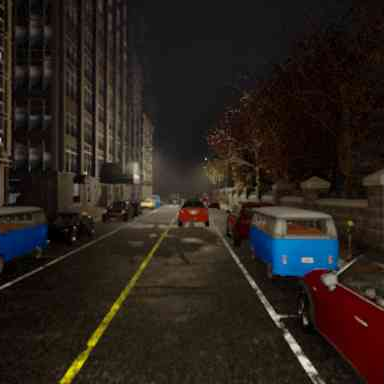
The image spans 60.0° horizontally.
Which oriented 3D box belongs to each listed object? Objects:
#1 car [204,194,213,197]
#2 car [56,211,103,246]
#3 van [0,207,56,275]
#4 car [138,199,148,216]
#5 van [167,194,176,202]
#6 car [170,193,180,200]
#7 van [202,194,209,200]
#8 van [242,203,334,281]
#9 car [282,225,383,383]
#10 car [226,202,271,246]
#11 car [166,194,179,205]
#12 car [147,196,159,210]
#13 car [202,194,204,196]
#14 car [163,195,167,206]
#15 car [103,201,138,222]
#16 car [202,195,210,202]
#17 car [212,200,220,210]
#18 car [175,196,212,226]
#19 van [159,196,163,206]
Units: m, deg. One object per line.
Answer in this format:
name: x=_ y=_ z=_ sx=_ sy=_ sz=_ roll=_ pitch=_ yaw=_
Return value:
car: x=2.957 y=1.371 z=64.678 sx=2.192 sy=1.841 sz=5.009 roll=1 pitch=0 yaw=2
car: x=-5.824 y=1.594 z=15.461 sx=1.947 sy=1.339 sz=4.313 roll=0 pitch=0 yaw=0
van: x=-5.824 y=1.360 z=9.900 sx=1.690 sy=1.788 sz=3.998 roll=0 pitch=0 yaw=0
car: x=-5.820 y=1.613 z=32.142 sx=1.947 sy=1.339 sz=4.313 roll=0 pitch=0 yaw=0
van: x=-4.981 y=1.388 z=81.379 sx=1.690 sy=1.788 sz=3.998 roll=1 pitch=0 yaw=2
car: x=-4.688 y=1.351 z=92.323 sx=2.192 sy=1.841 sz=5.009 roll=1 pitch=0 yaw=2
van: x=3.688 y=1.375 z=92.061 sx=1.690 sy=1.788 sz=3.998 roll=1 pitch=0 yaw=2
van: x=2.701 y=1.360 z=9.632 sx=1.690 sy=1.788 sz=3.998 roll=0 pitch=0 yaw=0
car: x=2.698 y=1.449 z=4.073 sx=1.967 sy=1.590 sz=4.097 roll=0 pitch=0 yaw=0
car: x=2.702 y=1.342 z=15.192 sx=2.192 sy=1.841 sz=5.009 roll=0 pitch=0 yaw=0
car: x=-2.908 y=1.549 z=59.032 sx=2.128 sy=1.511 sz=4.902 roll=0 pitch=0 yaw=2
car: x=-5.680 y=1.580 z=43.093 sx=1.752 sy=1.417 sz=4.829 roll=0 pitch=0 yaw=0
car: x=0.112 y=1.405 z=41.094 sx=2.097 sy=1.767 sz=4.553 roll=0 pitch=0 yaw=0
car: x=-5.638 y=1.625 z=54.365 sx=1.947 sy=1.339 sz=4.313 roll=1 pitch=0 yaw=1
car: x=-5.820 y=1.482 z=26.583 sx=1.967 sy=1.590 sz=4.097 roll=0 pitch=0 yaw=0
car: x=3.395 y=1.485 z=81.108 sx=1.967 sy=1.590 sz=4.097 roll=1 pitch=0 yaw=2
car: x=2.709 y=1.636 z=42.994 sx=1.802 sy=1.307 sz=4.206 roll=0 pitch=0 yaw=0
car: x=0.108 y=1.391 z=24.124 sx=2.097 sy=1.767 sz=4.553 roll=0 pitch=0 yaw=0
van: x=-5.668 y=1.398 z=48.823 sx=1.690 sy=1.788 sz=3.998 roll=0 pitch=0 yaw=0
